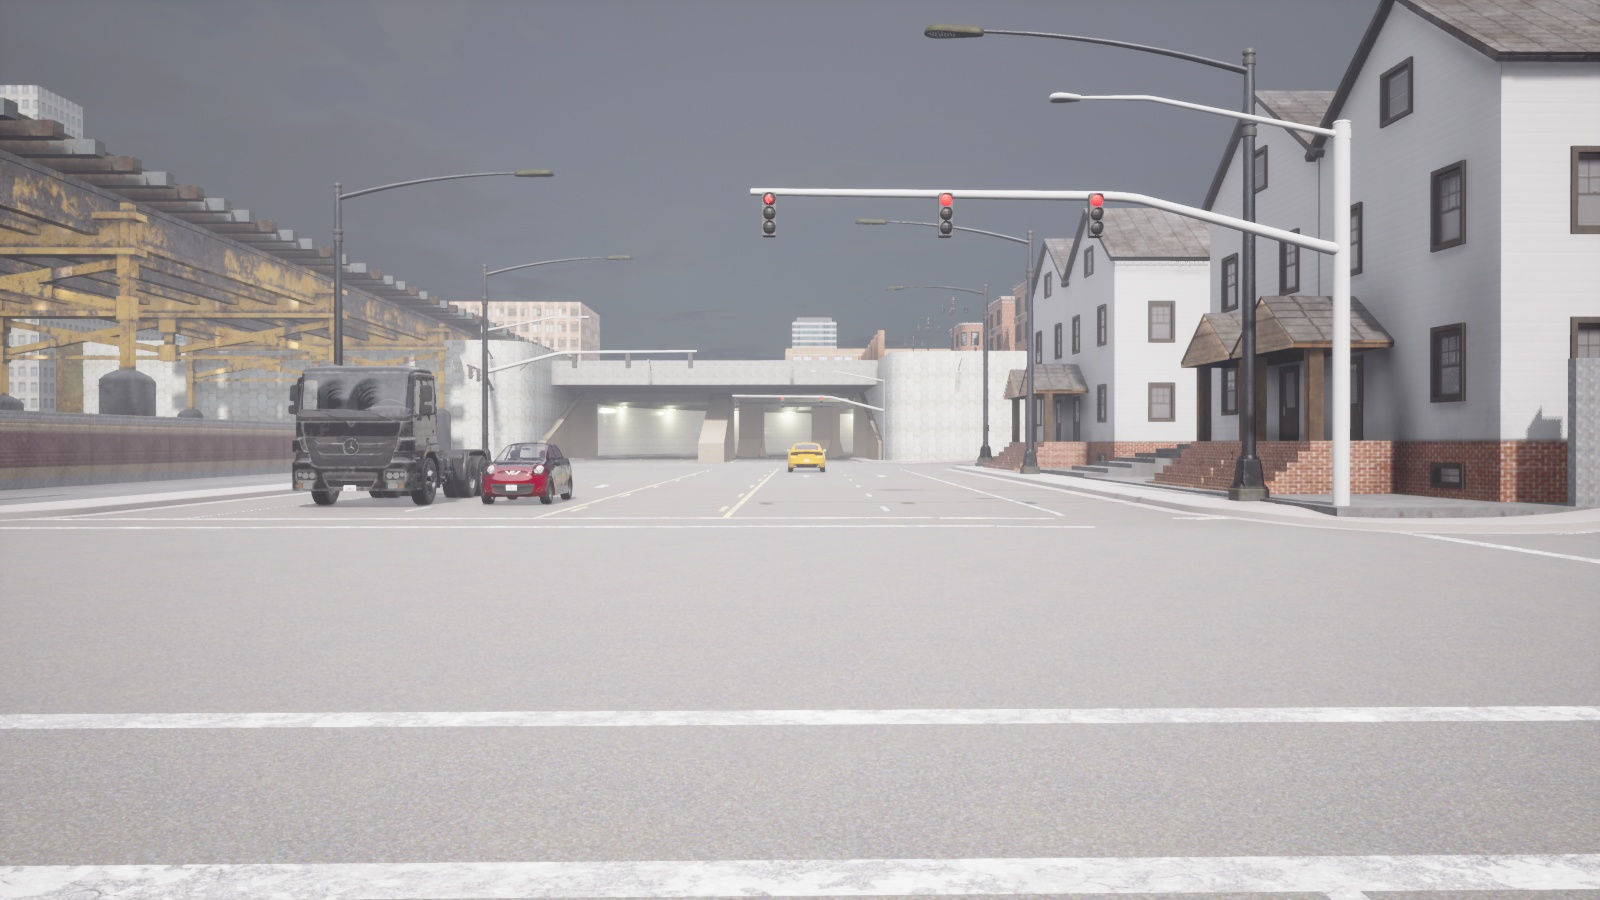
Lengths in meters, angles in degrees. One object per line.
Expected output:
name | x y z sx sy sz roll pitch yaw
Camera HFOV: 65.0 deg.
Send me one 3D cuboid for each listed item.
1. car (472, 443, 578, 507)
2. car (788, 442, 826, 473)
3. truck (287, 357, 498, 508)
car | -6.827 0.577 31.538 1.845 1.501 3.633 0 0 0
car | 0.343 0.357 65.105 1.882 1.535 5.008 0 0 0
truck | -10.319 -0.429 32.822 2.891 3.462 7.936 0 0 0
